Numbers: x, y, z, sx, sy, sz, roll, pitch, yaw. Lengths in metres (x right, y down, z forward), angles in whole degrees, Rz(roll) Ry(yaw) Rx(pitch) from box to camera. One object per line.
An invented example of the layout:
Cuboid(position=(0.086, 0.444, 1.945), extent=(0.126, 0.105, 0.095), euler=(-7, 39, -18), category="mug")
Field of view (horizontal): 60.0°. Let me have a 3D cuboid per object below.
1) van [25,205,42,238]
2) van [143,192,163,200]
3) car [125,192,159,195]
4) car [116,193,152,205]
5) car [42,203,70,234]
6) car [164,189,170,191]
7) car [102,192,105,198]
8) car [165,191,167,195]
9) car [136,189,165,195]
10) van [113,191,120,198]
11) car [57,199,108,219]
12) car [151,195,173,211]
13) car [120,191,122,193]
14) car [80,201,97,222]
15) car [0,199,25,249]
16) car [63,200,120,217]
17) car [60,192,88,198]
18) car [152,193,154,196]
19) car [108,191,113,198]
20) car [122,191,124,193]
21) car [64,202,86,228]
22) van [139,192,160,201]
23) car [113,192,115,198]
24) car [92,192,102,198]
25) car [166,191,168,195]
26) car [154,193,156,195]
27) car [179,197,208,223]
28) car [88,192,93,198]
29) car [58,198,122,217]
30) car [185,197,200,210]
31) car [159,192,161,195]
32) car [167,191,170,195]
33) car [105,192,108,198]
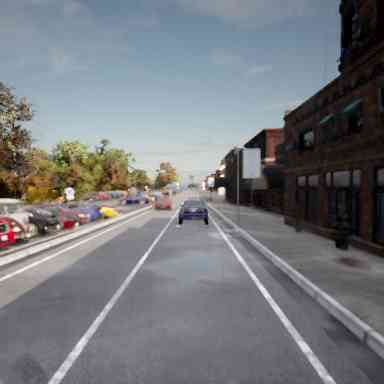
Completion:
Cuboid(position=(-9.233, 1.287, 14.322), extent=(4.442, 1.987, 1.878), euler=(0, 0, 0), category="van")
Cuboid(position=(-9.360, 0.992, 79.650), extent=(4.442, 1.987, 1.878), euler=(0, 0, 0), category="van")
Cuboid(position=(-9.532, 1.263, 62.818), extent=(5.366, 1.575, 1.946), euler=(0, 0, 0), category="car")
Cuboid(position=(-9.428, 1.318, 54.340), extent=(4.792, 1.488, 2.163), euler=(0, 0, 0), category="car")
Cuboid(position=(-9.332, 1.511, 17.230), extent=(4.892, 1.521, 2.231), euler=(0, 0, 0), category="car")
Cuboid(position=(-9.204, 0.893, 91.091), extent=(4.553, 1.767, 2.185), euler=(0, 1, 0), category="car")
Cuboid(position=(-21.843, 1.272, 71.204), extent=(4.792, 1.488, 2.163), euler=(0, 0, 0), category="car")
Cuboid(position=(-9.228, 1.225, 82.610), extent=(4.674, 1.452, 2.002), euler=(0, 1, 0), category="car")
Cuboid(position=(-9.267, 0.992, 71.294), extent=(5.566, 2.045, 2.435), euler=(0, 0, 0), category="car")
Cuboid(position=(-21.661, 0.907, 85.461), extent=(4.442, 1.987, 1.878), euler=(0, 1, 0), category="van")
Cuboid(position=(-9.339, 1.534, 25.580), extent=(4.792, 1.488, 2.163), euler=(0, 0, 0), category="car")
Cuboid(position=(-3.342, 1.424, 39.727), extent=(1.882, 1.535, 5.008), euler=(0, 0, 0), category="car")
Cuboid(position=(-21.793, 1.105, 88.293), extent=(4.792, 1.488, 2.163), euler=(0, 1, 0), category="car")
Cuboid(position=(-9.322, 1.546, 22.797), extent=(4.674, 1.452, 2.002), euler=(0, 0, 0), category="car")
Cuboid(position=(-9.330, 1.263, 11.664), extent=(5.566, 2.045, 2.435), euler=(0, 0, 0), category="car")
Cuboid(position=(-9.306, 1.541, 31.005), extent=(4.674, 1.452, 2.002), euler=(-1, 0, 1), category="car")
Cuboid(position=(-21.912, 1.146, 60.033), extent=(4.553, 1.767, 2.185), euler=(0, 0, 0), category="car")
Cuboid(position=(-9.384, 1.320, 57.166), extent=(4.674, 1.452, 2.002), euler=(0, 0, 0), category="car")
Cuboid(position=(-21.808, 0.976, 76.850), extent=(5.566, 2.045, 2.435), euler=(0, 0, 0), category="car")
Cuboid(position=(-21.713, 0.895, 90.986), extent=(4.553, 1.767, 2.185), euler=(0, 1, 0), category="car")
Cuboid(position=(-9.300, 1.538, 20.014), extent=(4.792, 1.488, 2.163), euler=(0, 0, 0), category="car")
Cuboid(position=(-9.394, 1.010, 74.120), extent=(4.442, 1.987, 1.878), euler=(0, 0, 0), category="van")
Cuboid(position=(-21.813, 1.217, 79.686), extent=(5.008, 1.535, 2.097), euler=(0, 0, 0), category="car")
Cuboid(position=(-21.896, 1.251, 68.505), extent=(4.892, 1.521, 2.231), euler=(0, 0, 0), category="car")
Cuboid(position=(-9.205, 1.173, 85.444), extent=(4.674, 1.452, 2.002), euler=(0, 1, 0), category="car")
Cuboid(position=(-9.367, 1.313, 59.992), extent=(4.674, 1.452, 2.002), euler=(0, 0, 0), category="car")
Cuboid(position=(0.100, 1.322, 25.212), extent=(2.097, 1.767, 4.553), euler=(0, 0, 0), category="car")
Cuboid(position=(-21.922, 1.264, 62.733), extent=(5.008, 1.535, 2.097), euler=(0, 0, 0), category="car")
Cuboid(position=(-9.114, 1.499, 28.362), extent=(5.366, 1.575, 1.946), euler=(0, 0, 0), category="car")
Cuboid(position=(0.101, 1.444, 42.972), extent=(1.837, 1.490, 4.892), euler=(0, 0, 0), category="car")
Cuboid(position=(-9.325, 1.258, 65.643), extent=(5.008, 1.535, 2.097), euler=(0, 0, 0), category="car")
Cuboid(position=(-9.185, 1.076, 88.268), extent=(5.008, 1.535, 2.097), euler=(0, 1, 0), category="car")
Cuboid(position=(-21.825, 1.265, 74.027), extent=(4.792, 1.488, 2.163), euler=(0, 0, 0), category="car")
